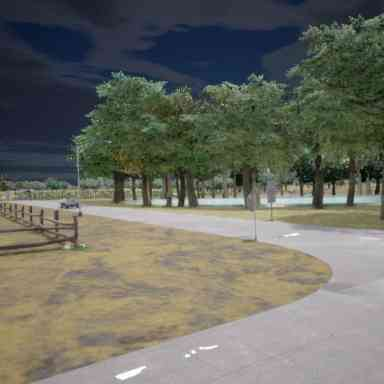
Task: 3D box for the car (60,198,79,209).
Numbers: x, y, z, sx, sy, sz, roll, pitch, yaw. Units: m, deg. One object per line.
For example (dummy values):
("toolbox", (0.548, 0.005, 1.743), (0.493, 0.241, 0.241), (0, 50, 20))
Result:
("car", (-18.503, 1.706, 50.151), (1.837, 1.490, 4.892), (-3, 1, -35))
